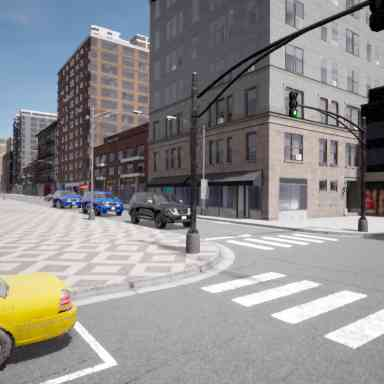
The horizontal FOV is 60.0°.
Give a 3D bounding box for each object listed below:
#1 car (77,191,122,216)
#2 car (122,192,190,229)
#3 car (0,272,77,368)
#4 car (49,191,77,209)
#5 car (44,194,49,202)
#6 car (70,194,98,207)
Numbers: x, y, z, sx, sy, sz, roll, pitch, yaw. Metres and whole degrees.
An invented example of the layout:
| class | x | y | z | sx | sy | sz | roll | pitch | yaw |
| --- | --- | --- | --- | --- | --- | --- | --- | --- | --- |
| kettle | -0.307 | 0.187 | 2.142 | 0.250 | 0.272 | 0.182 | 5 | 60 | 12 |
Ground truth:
| class | x | y | z | sx | sy | sz | roll | pitch | yaw |
| --- | --- | --- | --- | --- | --- | --- | --- | --- | --- |
| car | -7.980 | 0.960 | 29.212 | 2.150 | 2.045 | 5.566 | 1 | 0 | -35 |
| car | -2.036 | 1.053 | 20.803 | 2.150 | 2.045 | 5.566 | 1 | 0 | -35 |
| car | -3.945 | 1.525 | 3.938 | 4.829 | 1.417 | 1.752 | 0 | 1 | -36 |
| car | -14.392 | 0.861 | 38.302 | 2.150 | 2.045 | 5.566 | 1 | 0 | -35 |
| car | -24.269 | 0.999 | 57.768 | 1.812 | 1.442 | 4.674 | 1 | 0 | -35 |
| car | -14.253 | 1.122 | 43.615 | 2.128 | 1.511 | 4.902 | 1 | 0 | -35 |
